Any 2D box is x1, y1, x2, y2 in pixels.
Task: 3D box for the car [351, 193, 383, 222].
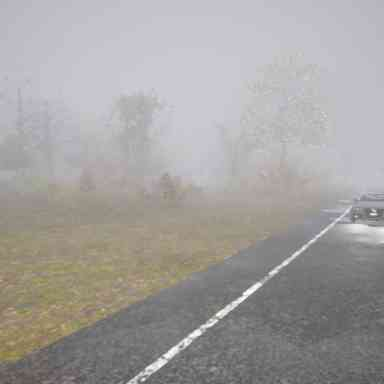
[{"bbox_3d":[9.351,0.767,16.991,1.994,1.385,4.181,2,3,30],"label":"car"}]
